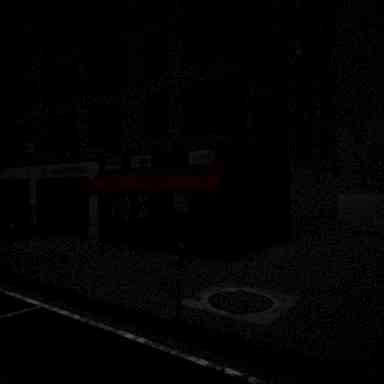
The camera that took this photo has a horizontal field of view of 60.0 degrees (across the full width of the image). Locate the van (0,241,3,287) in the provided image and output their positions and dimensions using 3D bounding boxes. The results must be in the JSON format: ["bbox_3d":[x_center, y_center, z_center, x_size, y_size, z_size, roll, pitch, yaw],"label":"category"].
[{"bbox_3d":[-5.751,1.331,7.181,3.998,1.788,1.690,0,0,36],"label":"van"}]
